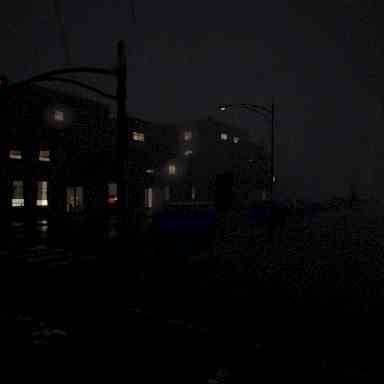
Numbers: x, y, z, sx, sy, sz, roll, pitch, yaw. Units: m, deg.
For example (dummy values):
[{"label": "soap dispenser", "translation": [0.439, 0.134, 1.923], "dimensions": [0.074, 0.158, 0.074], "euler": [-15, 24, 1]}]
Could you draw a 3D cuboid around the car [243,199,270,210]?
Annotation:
[{"label": "car", "translation": [8.800, 1.628, 45.114], "dimensions": [1.887, 1.381, 4.507], "euler": [0, 0, 35]}]

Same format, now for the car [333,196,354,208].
[{"label": "car", "translation": [21.988, 1.497, 49.346], "dimensions": [2.192, 1.841, 5.009], "euler": [0, 0, 35]}]

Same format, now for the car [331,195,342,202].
[{"label": "car", "translation": [37.284, 1.712, 85.836], "dimensions": [1.967, 1.590, 4.097], "euler": [0, 0, 35]}]

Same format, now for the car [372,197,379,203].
[{"label": "car", "translation": [44.141, 1.899, 81.018], "dimensions": [1.947, 1.339, 4.313], "euler": [0, 0, 35]}]

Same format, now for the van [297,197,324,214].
[{"label": "van", "translation": [12.493, 1.469, 35.771], "dimensions": [1.690, 1.788, 3.998], "euler": [0, 0, 35]}]

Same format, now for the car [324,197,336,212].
[{"label": "car", "translation": [15.755, 1.671, 40.435], "dimensions": [1.752, 1.417, 4.829], "euler": [0, 0, 35]}]

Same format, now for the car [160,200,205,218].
[{"label": "car", "translation": [-0.792, 1.558, 31.400], "dimensions": [1.752, 1.417, 4.829], "euler": [0, 0, 35]}]

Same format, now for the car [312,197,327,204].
[{"label": "car", "translation": [27.691, 1.728, 72.122], "dimensions": [1.752, 1.417, 4.829], "euler": [0, 0, 35]}]

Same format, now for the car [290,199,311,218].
[{"label": "car", "translation": [9.327, 1.655, 31.245], "dimensions": [1.887, 1.381, 4.507], "euler": [0, 0, 35]}]

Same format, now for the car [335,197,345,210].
[{"label": "car", "translation": [18.821, 1.729, 44.820], "dimensions": [1.947, 1.339, 4.313], "euler": [0, 0, 35]}]

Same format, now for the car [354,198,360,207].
[{"label": "car", "translation": [25.153, 1.516, 53.871], "dimensions": [2.192, 1.841, 5.009], "euler": [0, 0, 35]}]

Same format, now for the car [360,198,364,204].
[{"label": "car", "translation": [28.414, 1.748, 58.534], "dimensions": [1.752, 1.417, 4.829], "euler": [0, 0, 35]}]

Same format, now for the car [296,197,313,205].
[{"label": "car", "translation": [21.459, 1.705, 63.212], "dimensions": [1.887, 1.381, 4.507], "euler": [0, 0, 35]}]

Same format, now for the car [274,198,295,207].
[{"label": "car", "translation": [15.130, 1.665, 54.163], "dimensions": [1.887, 1.381, 4.507], "euler": [0, 0, 35]}]

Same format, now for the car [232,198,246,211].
[{"label": "car", "translation": [5.636, 1.506, 40.590], "dimensions": [1.967, 1.590, 4.097], "euler": [0, 0, 35]}]

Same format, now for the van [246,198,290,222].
[{"label": "van", "translation": [6.163, 1.436, 26.722], "dimensions": [1.690, 1.788, 3.998], "euler": [0, 0, 35]}]

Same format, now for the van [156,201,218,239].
[{"label": "van", "translation": [-0.167, 1.406, 17.672], "dimensions": [1.690, 1.788, 3.998], "euler": [0, 0, 35]}]

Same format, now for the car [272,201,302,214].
[{"label": "car", "translation": [10.981, 1.713, 38.127], "dimensions": [1.895, 1.301, 4.718], "euler": [1, 0, 35]}]

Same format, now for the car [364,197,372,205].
[{"label": "car", "translation": [34.646, 1.809, 67.444], "dimensions": [1.887, 1.381, 4.507], "euler": [0, 0, 35]}]

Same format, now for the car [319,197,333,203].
[{"label": "car", "translation": [30.953, 1.792, 76.787], "dimensions": [1.947, 1.339, 4.313], "euler": [0, 0, 35]}]
